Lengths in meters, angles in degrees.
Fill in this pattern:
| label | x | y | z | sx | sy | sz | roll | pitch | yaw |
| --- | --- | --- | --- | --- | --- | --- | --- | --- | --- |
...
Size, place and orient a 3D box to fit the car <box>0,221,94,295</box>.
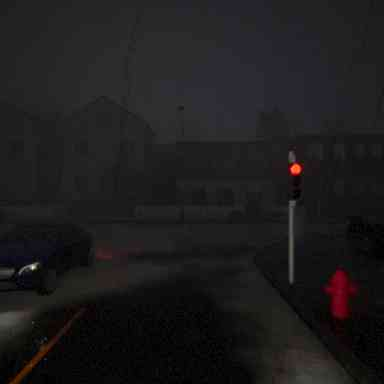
| label | x | y | z | sx | sy | sz | roll | pitch | yaw |
| --- | --- | --- | --- | --- | --- | --- | --- | --- | --- |
| car | -4.007 | 1.542 | 8.895 | 1.812 | 1.442 | 4.674 | 0 | 0 | 0 |
